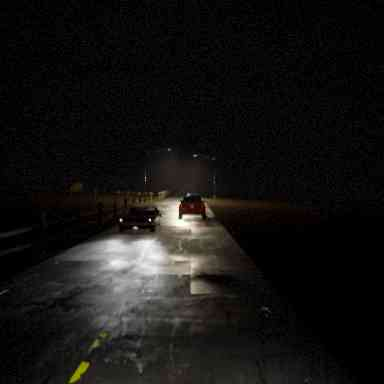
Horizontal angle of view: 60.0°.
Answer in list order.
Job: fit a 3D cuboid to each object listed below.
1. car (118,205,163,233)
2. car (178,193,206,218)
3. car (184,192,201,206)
[{"bbox_3d":[-2.771,1.437,18.574,1.895,1.301,4.718,0,1,0],"label":"car"},{"bbox_3d":[0.038,1.059,26.667,2.097,1.767,4.553,0,1,1],"label":"car"},{"bbox_3d":[0.083,0.866,43.395,2.128,1.511,4.902,0,1,0],"label":"car"}]
